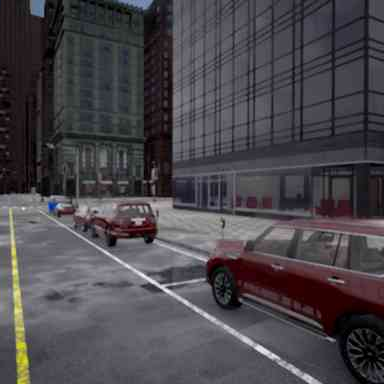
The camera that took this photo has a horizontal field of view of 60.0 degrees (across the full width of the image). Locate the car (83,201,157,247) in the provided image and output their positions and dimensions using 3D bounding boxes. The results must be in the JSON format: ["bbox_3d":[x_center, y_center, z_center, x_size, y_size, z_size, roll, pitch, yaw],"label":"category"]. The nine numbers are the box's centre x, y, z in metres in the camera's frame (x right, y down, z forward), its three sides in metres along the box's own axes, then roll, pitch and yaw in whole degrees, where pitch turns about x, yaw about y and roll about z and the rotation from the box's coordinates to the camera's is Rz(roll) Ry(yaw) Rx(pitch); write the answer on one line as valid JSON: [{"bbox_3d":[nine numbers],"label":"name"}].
[{"bbox_3d":[-3.274,1.312,15.294,2.192,1.841,5.009,0,0,-29],"label":"car"}]

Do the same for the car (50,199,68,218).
[{"bbox_3d":[-11.443,1.562,30.142,1.802,1.307,4.206,0,0,-29],"label":"car"}]

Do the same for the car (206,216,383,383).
[{"bbox_3d":[2.173,1.316,5.396,2.192,1.841,5.009,0,0,-29],"label":"car"}]

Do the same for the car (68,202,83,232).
[{"bbox_3d":[-5.997,1.433,20.243,1.967,1.590,4.097,0,0,-29],"label":"car"}]

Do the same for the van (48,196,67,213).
[{"bbox_3d":[-14.167,1.313,35.090,1.690,1.788,3.998,0,0,-29],"label":"van"}]
